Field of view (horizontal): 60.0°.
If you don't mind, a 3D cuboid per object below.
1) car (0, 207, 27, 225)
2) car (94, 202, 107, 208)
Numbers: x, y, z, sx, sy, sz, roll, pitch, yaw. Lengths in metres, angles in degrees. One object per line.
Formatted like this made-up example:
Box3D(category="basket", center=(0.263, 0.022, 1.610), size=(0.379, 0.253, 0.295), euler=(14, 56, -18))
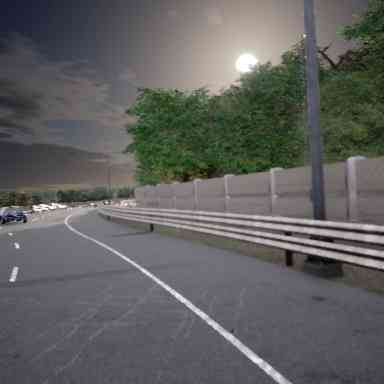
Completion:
Box3D(category="car", center=(-18.299, 2.266, 33.639), size=(2.097, 1.767, 4.553), euler=(-3, 0, -39))
Box3D(category="car", center=(-24.310, 3.303, 86.842), size=(2.033, 1.411, 5.357), euler=(-3, -2, -5))
